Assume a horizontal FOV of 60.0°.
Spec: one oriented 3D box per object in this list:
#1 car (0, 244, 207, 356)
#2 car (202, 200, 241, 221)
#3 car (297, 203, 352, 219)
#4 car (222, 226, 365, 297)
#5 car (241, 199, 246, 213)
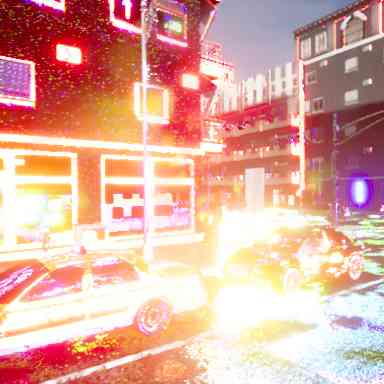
[{"bbox_3d":[-2.013,1.532,5.136,4.829,1.417,1.752,0,-1,-36],"label":"car"},{"bbox_3d":[1.932,1.649,29.533,1.967,1.590,4.097,-1,0,-36],"label":"car"},{"bbox_3d":[11.869,1.639,30.068,1.752,1.417,4.829,-1,0,-36],"label":"car"},{"bbox_3d":[2.729,1.586,8.534,4.403,1.369,2.008,0,-1,-36],"label":"car"},{"bbox_3d":[5.507,1.582,38.916,1.967,1.590,4.097,-1,0,-36],"label":"car"}]
